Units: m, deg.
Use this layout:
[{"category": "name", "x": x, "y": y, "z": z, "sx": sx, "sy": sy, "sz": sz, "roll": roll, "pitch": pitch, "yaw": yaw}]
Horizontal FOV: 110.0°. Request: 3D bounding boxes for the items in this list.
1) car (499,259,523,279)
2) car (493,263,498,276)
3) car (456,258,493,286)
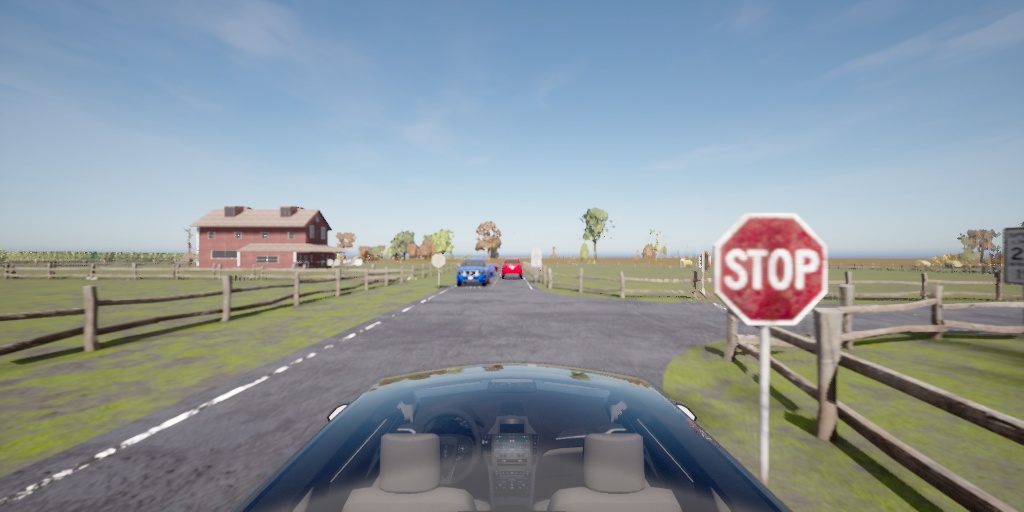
[{"category": "car", "x": 0.013, "y": 1.297, "z": 38.251, "sx": 2.150, "sy": 2.045, "sz": 5.566, "roll": 0, "pitch": 0, "yaw": 0}, {"category": "car", "x": -2.936, "y": 1.569, "z": 40.228, "sx": 1.882, "sy": 1.535, "sz": 5.008, "roll": 0, "pitch": -1, "yaw": 0}, {"category": "car", "x": -2.909, "y": 1.207, "z": 27.848, "sx": 2.150, "sy": 2.045, "sz": 5.566, "roll": 0, "pitch": -1, "yaw": 0}]
